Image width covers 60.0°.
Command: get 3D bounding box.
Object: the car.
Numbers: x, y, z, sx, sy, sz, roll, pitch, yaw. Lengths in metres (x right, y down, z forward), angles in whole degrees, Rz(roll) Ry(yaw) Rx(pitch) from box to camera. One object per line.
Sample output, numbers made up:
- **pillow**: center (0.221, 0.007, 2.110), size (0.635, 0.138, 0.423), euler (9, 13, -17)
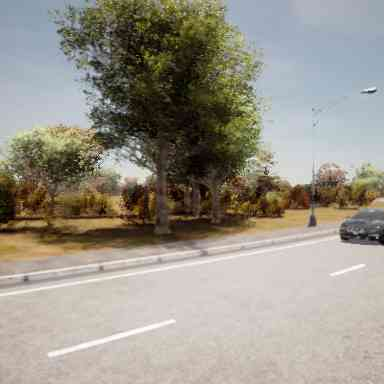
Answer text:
- **car**: center (8.839, 1.536, 16.003), size (4.892, 1.490, 1.837), euler (0, 0, -43)
